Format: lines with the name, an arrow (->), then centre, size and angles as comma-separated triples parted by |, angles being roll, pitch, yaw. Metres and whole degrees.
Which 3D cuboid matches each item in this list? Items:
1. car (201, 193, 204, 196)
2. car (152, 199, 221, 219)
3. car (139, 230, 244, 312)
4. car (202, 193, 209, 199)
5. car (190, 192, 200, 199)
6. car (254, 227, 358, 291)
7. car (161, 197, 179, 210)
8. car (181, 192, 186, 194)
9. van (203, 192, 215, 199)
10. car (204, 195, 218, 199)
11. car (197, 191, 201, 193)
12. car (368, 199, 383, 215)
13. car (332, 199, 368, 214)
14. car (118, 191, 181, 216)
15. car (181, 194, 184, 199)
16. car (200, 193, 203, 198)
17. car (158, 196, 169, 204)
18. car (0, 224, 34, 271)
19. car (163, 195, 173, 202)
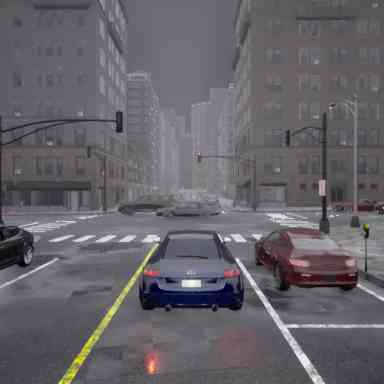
car -> 3.227, 1.425, 68.138 | 1.802, 1.307, 4.206 | 0, 0, 0
car -> -0.351, 1.531, 28.032 | 5.357, 1.411, 2.033 | 0, 0, 0
car -> 0.002, 1.562, 7.799 | 1.994, 1.385, 4.181 | 0, 0, 0
car -> 3.815, 1.144, 93.078 | 1.882, 1.535, 5.008 | 0, 0, 0
car -> 0.516, 1.319, 74.368 | 1.812, 1.442, 4.674 | 0, 0, 0
car -> 2.759, 1.580, 8.720 | 1.802, 1.307, 4.206 | 0, 0, 0
car -> -2.838, 1.437, 43.904 | 1.837, 1.490, 4.892 | 0, 0, 2
car -> -2.594, 1.347, 65.806 | 2.128, 1.511, 4.902 | 0, 0, 1
van -> 3.081, 1.250, 51.480 | 1.690, 1.788, 3.998 | 0, 0, 0
car -> 3.034, 1.508, 45.929 | 1.802, 1.307, 4.206 | 0, 0, 0
car -> 0.601, 1.087, 84.368 | 2.128, 1.511, 4.902 | 0, 0, 0
car -> 17.844, 1.064, 27.954 | 4.553, 1.767, 2.097 | -1, 0, 0
car -> 15.719, 1.326, 31.212 | 4.718, 1.301, 1.895 | -1, 0, 0
car -> -4.099, 1.192, 31.283 | 5.566, 2.045, 2.150 | 0, 0, 0
car -> -2.753, 1.427, 53.808 | 1.812, 1.442, 4.674 | 0, 0, 0
car -> 3.274, 1.389, 73.694 | 1.802, 1.307, 4.206 | 0, 0, 0
car -> -5.349, 1.453, 62.664 | 1.802, 1.307, 4.206 | 0, 0, 0
car -> -5.766, 1.564, 8.722 | 1.947, 1.339, 4.313 | 0, 0, 0
car -> -5.251, 1.357, 73.770 | 2.008, 1.369, 4.403 | 0, 0, 0
